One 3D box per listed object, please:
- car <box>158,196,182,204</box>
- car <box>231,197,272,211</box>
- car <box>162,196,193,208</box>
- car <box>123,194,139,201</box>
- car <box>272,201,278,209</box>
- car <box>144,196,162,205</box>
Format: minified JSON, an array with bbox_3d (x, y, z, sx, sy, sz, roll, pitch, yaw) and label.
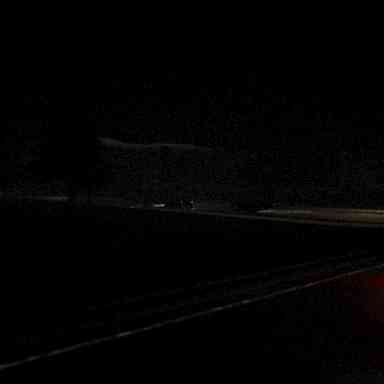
[{"bbox_3d":[-4.183,1.465,62.132,2.128,1.511,4.902,0,0,-35],"label":"car"},{"bbox_3d":[6.960,1.576,40.686,1.895,1.301,4.718,0,0,-36],"label":"car"},{"bbox_3d":[-1.801,1.331,46.769,2.097,1.767,4.553,0,0,-36],"label":"car"},{"bbox_3d":[-11.132,1.132,59.832,1.837,1.490,4.892,0,0,-36],"label":"car"},{"bbox_3d":[9.038,1.463,43.780,2.128,1.511,4.902,0,0,-36],"label":"car"},{"bbox_3d":[-7.020,1.468,60.082,2.128,1.511,4.902,0,0,-35],"label":"car"}]
